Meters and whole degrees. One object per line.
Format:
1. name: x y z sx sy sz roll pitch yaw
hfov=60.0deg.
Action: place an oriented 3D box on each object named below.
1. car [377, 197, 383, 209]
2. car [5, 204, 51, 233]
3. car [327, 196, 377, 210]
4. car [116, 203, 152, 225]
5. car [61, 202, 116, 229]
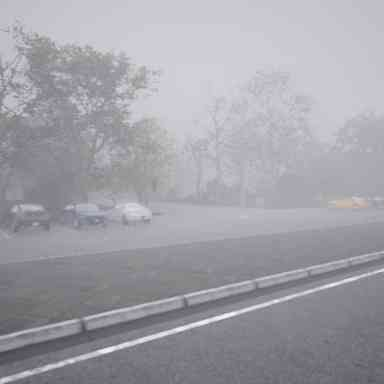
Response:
1. car: 23.266 1.340 43.108 2.097 1.535 5.008 0 0 -35
2. car: -9.695 1.441 19.616 2.231 1.521 4.892 0 0 -35
3. car: 18.737 1.337 39.868 2.097 1.535 5.008 0 0 -35
4. car: -4.466 1.460 23.345 2.002 1.452 4.674 0 0 -35
5. car: -7.036 1.430 21.525 2.097 1.535 5.008 0 0 -35
